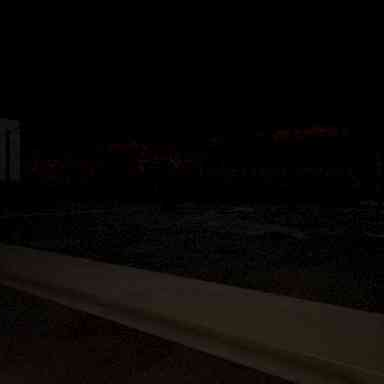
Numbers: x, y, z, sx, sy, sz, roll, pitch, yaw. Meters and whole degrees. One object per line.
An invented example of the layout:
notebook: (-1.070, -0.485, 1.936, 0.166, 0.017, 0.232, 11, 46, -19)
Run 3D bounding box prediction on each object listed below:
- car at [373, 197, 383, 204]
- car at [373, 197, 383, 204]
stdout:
car: (37.532, 1.576, 65.374, 1.853, 1.218, 4.536, 1, 1, 6)
car: (37.525, 1.734, 65.324, 2.038, 1.542, 4.974, 1, 1, 6)
